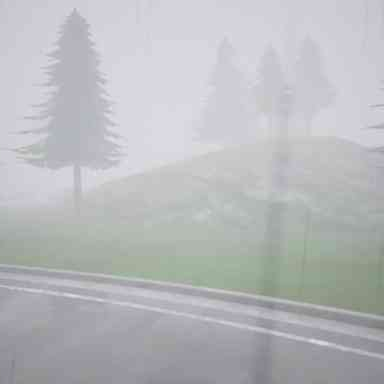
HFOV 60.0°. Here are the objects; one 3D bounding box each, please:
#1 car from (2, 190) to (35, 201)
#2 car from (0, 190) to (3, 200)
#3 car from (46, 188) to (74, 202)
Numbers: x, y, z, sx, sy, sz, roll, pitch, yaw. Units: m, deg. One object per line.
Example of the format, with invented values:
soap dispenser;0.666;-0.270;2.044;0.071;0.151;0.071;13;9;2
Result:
car;-25.837;0.694;50.354;1.994;1.385;4.181;0;1;18
car;-29.813;0.500;49.373;2.097;1.767;4.553;0;1;18
car;-18.941;0.375;49.036;2.150;2.045;5.566;0;1;18
